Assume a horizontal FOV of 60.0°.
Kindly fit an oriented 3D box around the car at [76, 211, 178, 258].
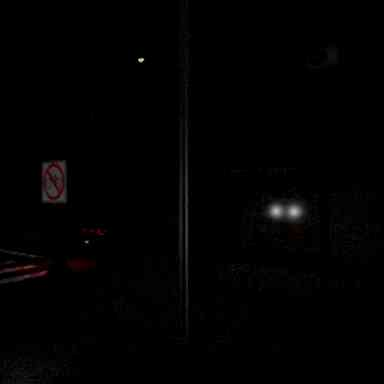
[{"bbox_3d":[-2.040,1.474,12.938,1.882,1.535,5.008,1,1,35],"label":"car"}]
